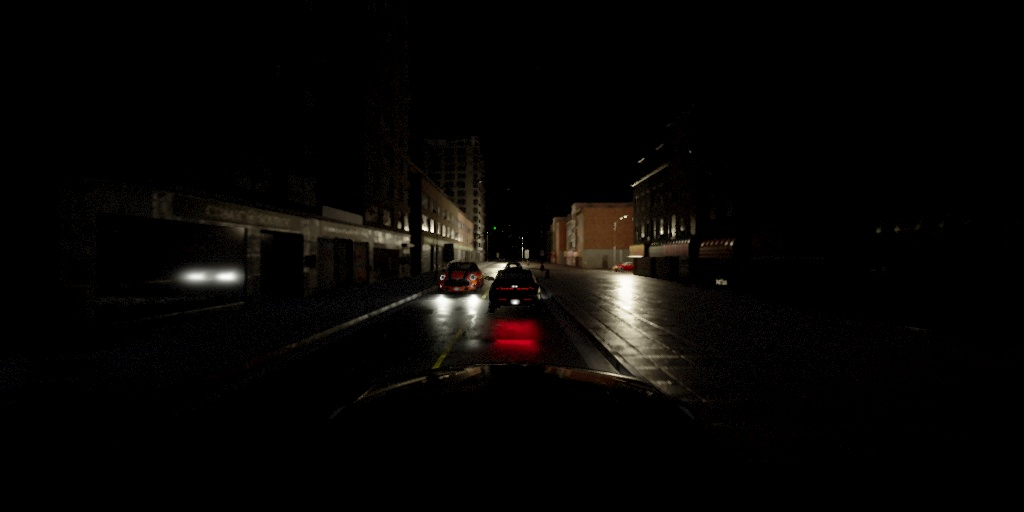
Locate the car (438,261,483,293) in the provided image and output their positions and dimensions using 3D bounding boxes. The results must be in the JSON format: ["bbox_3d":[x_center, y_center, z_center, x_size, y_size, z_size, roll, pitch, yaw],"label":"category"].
[{"bbox_3d":[-2.833,1.102,20.595,2.097,1.767,4.553,0,0,0],"label":"car"}]

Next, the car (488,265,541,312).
[{"bbox_3d":[0.106,1.255,14.181,1.837,1.490,4.892,0,0,0],"label":"car"}]

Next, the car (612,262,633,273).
[{"bbox_3d":[16.396,1.580,51.234,4.097,1.591,1.967,0,0,0],"label":"car"}]

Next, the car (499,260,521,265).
[{"bbox_3d":[0.117,1.299,32.029,2.033,1.411,5.357,0,0,0],"label":"car"}]
